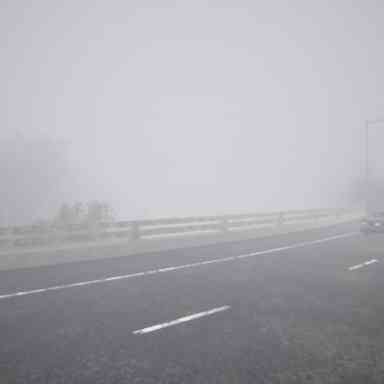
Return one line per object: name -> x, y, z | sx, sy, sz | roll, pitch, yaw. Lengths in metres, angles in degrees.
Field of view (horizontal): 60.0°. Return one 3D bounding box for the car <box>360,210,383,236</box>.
car -> 10.942, 1.679, 18.358 | 2.033, 1.411, 5.357 | 0, -1, 43
